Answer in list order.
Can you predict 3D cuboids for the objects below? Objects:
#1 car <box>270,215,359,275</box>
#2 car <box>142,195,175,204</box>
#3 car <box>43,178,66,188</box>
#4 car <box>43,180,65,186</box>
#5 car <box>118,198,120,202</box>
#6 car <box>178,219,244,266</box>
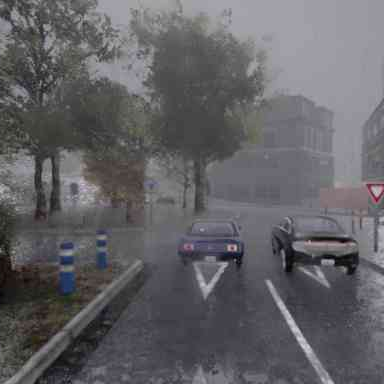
[{"bbox_3d":[3.595,1.465,10.415,2.128,1.511,4.902,0,0,8],"label":"car"},{"bbox_3d":[-4.730,1.042,46.461,4.718,1.301,1.895,1,1,35],"label":"car"},{"bbox_3d":[-32.840,-1.827,78.089,4.792,1.488,2.163,-3,6,-37],"label":"car"},{"bbox_3d":[-34.645,-2.318,83.710,4.674,1.452,2.002,-3,6,-38],"label":"car"},{"bbox_3d":[-9.103,0.968,46.678,2.033,1.411,5.357,-1,2,-40],"label":"car"},{"bbox_3d":[0.767,1.568,11.477,1.895,1.301,4.718,0,0,7],"label":"car"}]
